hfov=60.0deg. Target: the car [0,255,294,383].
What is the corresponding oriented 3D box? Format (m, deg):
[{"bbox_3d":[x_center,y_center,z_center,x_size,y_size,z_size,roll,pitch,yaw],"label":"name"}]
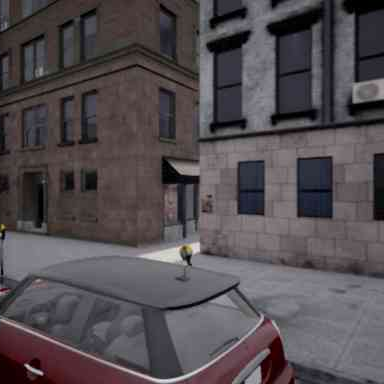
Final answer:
[{"bbox_3d":[-1.129,1.439,3.604,4.097,1.590,1.967,0,0,35],"label":"car"}]
